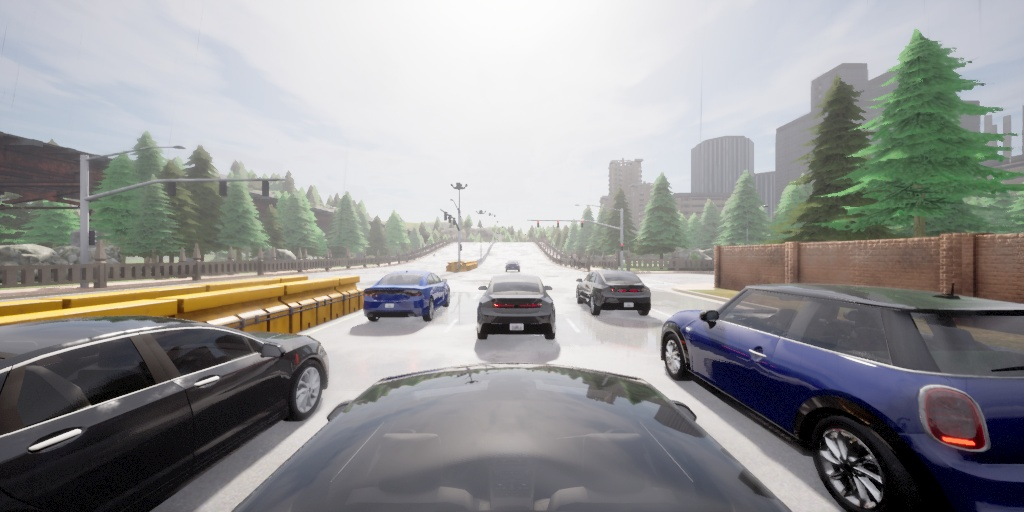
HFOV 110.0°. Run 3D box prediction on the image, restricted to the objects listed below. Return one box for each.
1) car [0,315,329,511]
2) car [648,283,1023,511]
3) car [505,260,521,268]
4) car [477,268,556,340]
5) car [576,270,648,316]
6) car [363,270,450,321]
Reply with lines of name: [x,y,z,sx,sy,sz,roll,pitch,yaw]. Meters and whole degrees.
car: [-3.400,1.255,2.934,1.837,1.490,4.892,0,0,0]
car: [3.602,1.102,4.352,2.097,1.767,4.553,0,0,0]
car: [0.086,1.276,46.267,1.812,1.442,4.674,0,0,0]
car: [0.099,1.255,10.003,1.837,1.490,4.892,0,0,0]
car: [3.619,1.255,13.436,1.837,1.490,4.892,0,0,1]
car: [-3.399,1.228,12.427,1.882,1.535,5.008,0,0,0]
